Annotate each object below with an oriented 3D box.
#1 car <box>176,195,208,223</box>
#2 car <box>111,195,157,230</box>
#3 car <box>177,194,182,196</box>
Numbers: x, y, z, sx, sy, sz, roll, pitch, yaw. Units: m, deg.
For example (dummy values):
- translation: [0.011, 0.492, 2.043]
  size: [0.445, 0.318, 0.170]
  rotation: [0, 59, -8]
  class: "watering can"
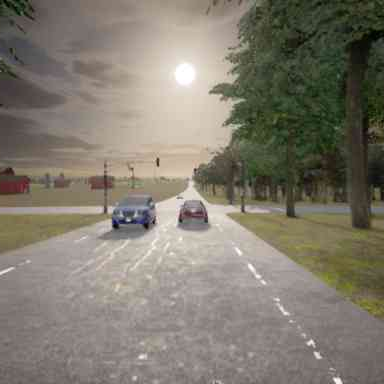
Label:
- translation: [0.102, 1.348, 25.296]
  size: [2.097, 1.767, 4.553]
  rotation: [0, 0, 0]
  class: "car"
- translation: [-3.572, 1.213, 21.457]
  size: [2.150, 2.045, 5.566]
  rotation: [0, 0, 0]
  class: "car"
- translation: [-3.377, 1.315, 92.975]
  size: [2.033, 1.411, 5.357]
  rotation: [0, 0, 0]
  class: "car"
